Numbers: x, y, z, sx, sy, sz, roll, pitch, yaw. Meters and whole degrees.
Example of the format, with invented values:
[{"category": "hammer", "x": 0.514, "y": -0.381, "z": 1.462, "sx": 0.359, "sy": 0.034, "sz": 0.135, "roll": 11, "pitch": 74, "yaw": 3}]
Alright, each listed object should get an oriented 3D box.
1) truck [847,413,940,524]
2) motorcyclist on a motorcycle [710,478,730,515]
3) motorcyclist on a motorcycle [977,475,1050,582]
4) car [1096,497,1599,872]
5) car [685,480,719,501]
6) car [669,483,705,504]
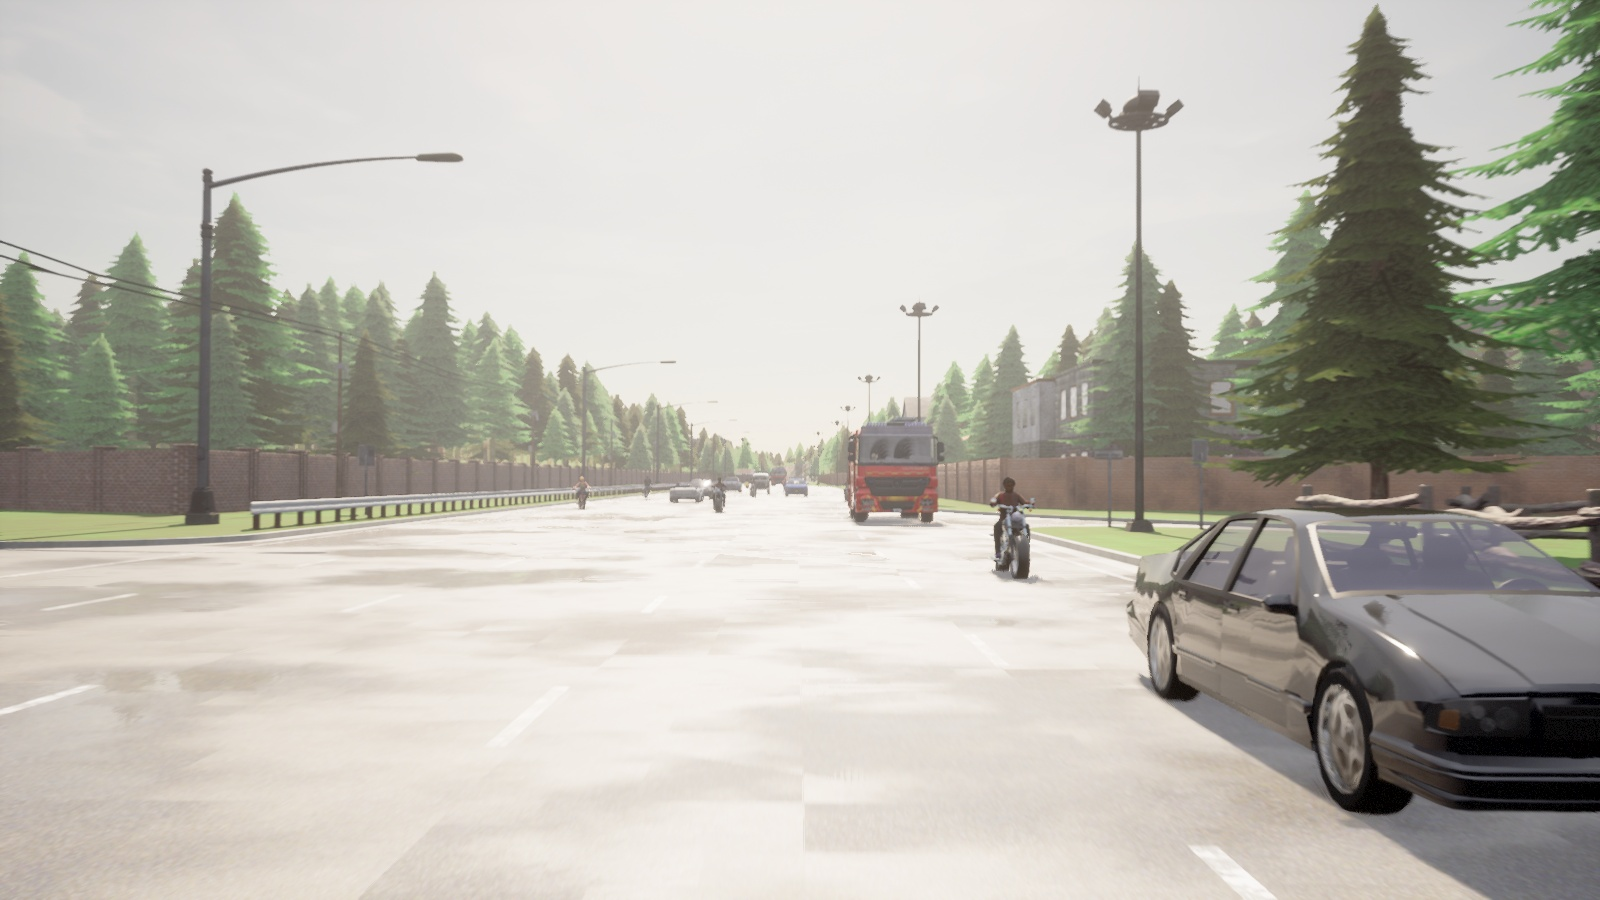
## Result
[{"category": "truck", "x": 3.376, "y": 0.724, "z": 47.380, "sx": 2.891, "sy": 3.827, "sz": 8.468, "roll": 0, "pitch": -1, "yaw": 0}, {"category": "motorcyclist on a motorcycle", "x": -3.647, "y": 2.092, "z": 57.230, "sx": 0.766, "sy": 1.649, "sz": 2.350, "roll": 0, "pitch": -1, "yaw": 0}, {"category": "motorcyclist on a motorcycle", "x": 3.447, "y": 1.227, "z": 20.464, "sx": 0.766, "sy": 1.649, "sz": 2.350, "roll": 0, "pitch": -1, "yaw": 0}, {"category": "car", "x": 3.480, "y": 1.034, "z": 7.702, "sx": 2.033, "sy": 1.411, "sz": 5.357, "roll": 0, "pitch": -1, "yaw": 0}, {"category": "car", "x": -7.238, "y": 2.966, "z": 92.883, "sx": 2.163, "sy": 1.488, "sz": 4.792, "roll": 0, "pitch": -1, "yaw": 0}, {"category": "car", "x": -7.206, "y": 2.781, "z": 80.326, "sx": 1.895, "sy": 1.301, "sz": 4.718, "roll": 0, "pitch": -1, "yaw": 0}]
